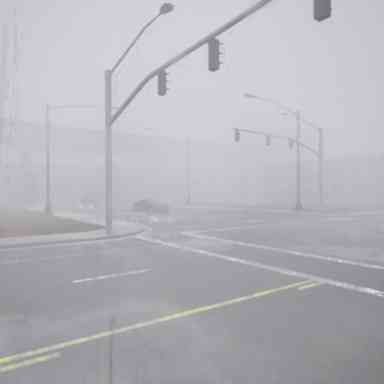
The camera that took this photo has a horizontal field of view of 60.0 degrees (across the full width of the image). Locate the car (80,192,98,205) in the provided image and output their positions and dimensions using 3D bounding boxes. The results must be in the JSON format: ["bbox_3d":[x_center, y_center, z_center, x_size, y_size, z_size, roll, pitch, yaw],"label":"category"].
[{"bbox_3d":[-16.916,1.089,54.807,2.150,2.045,5.566,0,0,-7],"label":"car"}]

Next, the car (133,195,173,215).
[{"bbox_3d":[-4.016,1.379,32.495,1.882,1.535,5.008,0,0,-36],"label":"car"}]
